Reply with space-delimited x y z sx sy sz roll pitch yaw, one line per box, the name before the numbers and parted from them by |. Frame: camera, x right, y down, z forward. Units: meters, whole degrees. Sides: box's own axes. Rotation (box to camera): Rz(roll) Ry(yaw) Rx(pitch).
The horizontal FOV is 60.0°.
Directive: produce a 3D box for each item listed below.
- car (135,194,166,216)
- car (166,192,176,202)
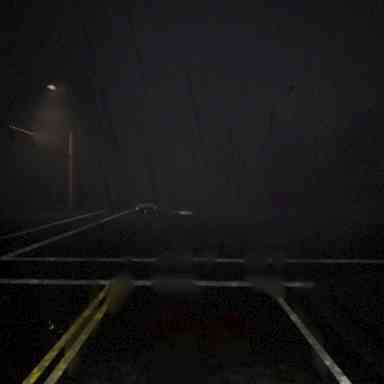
car | -3.484 1.158 27.300 1.812 1.442 4.674 0 1 0
car | -3.468 0.705 53.174 1.812 1.442 4.674 0 1 0
